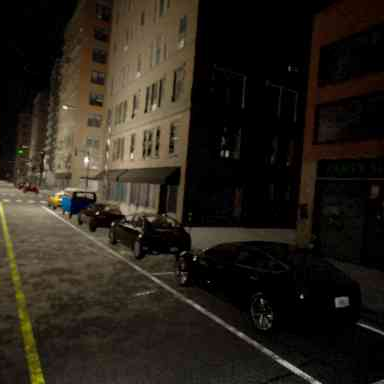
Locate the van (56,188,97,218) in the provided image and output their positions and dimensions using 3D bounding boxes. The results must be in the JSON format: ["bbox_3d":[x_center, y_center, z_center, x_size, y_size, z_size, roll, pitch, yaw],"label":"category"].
[{"bbox_3d":[-7.377,0.702,21.552,1.690,1.788,3.998,4,0,-31],"label":"van"}]

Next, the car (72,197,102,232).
[{"bbox_3d":[-4.511,1.184,16.677,1.802,1.307,4.206,4,0,-31],"label":"car"}]

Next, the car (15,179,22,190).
[{"bbox_3d":[-29.780,-1.222,59.413,2.192,1.841,5.009,4,0,-31],"label":"car"}]

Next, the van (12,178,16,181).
[{"bbox_3d":[-38.305,-1.935,73.820,1.690,1.788,3.998,5,0,-31],"label":"van"}]

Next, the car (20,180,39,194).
[{"bbox_3d":[-24.106,-0.613,49.809,1.967,1.590,4.097,4,0,-31],"label":"car"}]

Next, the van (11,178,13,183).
[{"bbox_3d":[-41.145,-2.185,78.622,1.690,1.788,3.998,5,0,-31],"label":"van"}]

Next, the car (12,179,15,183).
[{"bbox_3d":[-35.480,-1.478,69.019,2.008,1.369,4.403,5,0,-31],"label":"car"}]

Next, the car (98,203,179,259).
[{"bbox_3d":[-1.623,1.393,11.802,2.008,1.369,4.403,4,0,-31],"label":"car"}]

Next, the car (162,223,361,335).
[{"bbox_3d":[1.260,1.646,6.928,1.947,1.339,4.313,4,0,-31],"label":"car"}]

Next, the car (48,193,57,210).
[{"bbox_3d":[-10.363,0.634,26.573,1.752,1.417,4.829,4,0,-31],"label":"car"}]
